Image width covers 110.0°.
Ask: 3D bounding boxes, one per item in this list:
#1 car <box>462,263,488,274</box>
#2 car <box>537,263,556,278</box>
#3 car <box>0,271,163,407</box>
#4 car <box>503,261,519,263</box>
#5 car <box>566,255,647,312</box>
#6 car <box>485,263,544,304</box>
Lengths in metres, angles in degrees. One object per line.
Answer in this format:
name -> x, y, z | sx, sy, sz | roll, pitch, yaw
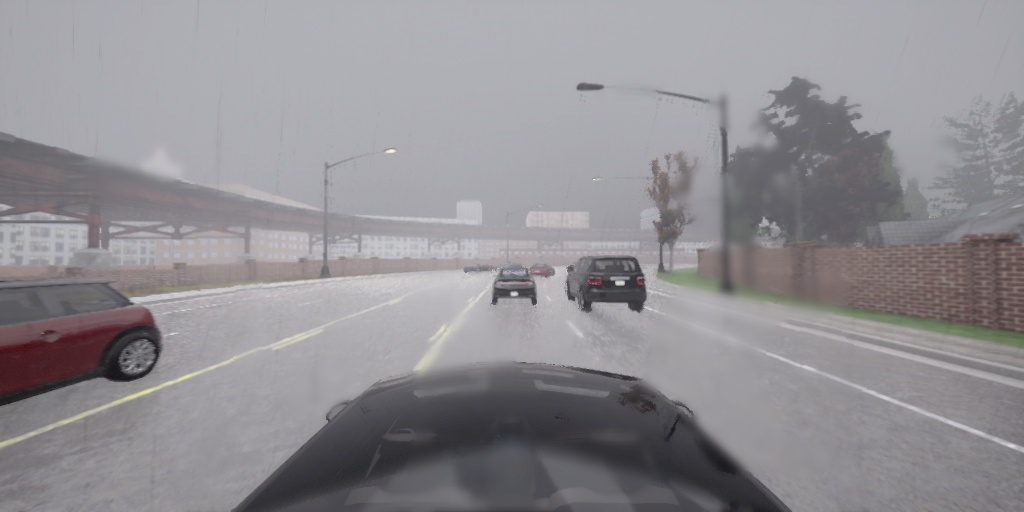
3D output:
car -> -4.219, 1.497, 45.082 | 1.895, 1.301, 4.718 | -1, 0, 26
car -> 2.926, 1.358, 34.738 | 1.994, 1.385, 4.181 | -1, 0, 18
car -> -7.085, 1.110, 4.206 | 2.097, 1.767, 4.553 | 0, 0, 0
car -> -0.415, 1.351, 44.777 | 2.128, 1.511, 4.902 | -1, 0, 28
car -> 3.607, 1.004, 14.622 | 2.150, 2.045, 5.566 | 0, 0, 0
car -> 0.135, 1.281, 16.531 | 2.128, 1.511, 4.902 | 0, 0, 1
